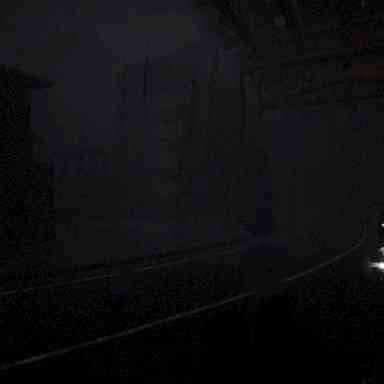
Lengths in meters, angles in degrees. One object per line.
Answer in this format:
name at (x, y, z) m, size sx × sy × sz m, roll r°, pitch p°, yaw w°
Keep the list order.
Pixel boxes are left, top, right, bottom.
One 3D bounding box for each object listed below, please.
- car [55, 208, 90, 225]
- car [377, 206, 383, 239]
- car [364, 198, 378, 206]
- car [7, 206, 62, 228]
car at (-10.696, 2.007, 26.955) m, size 2.033 × 1.415 × 5.357 m, roll 0°, pitch 0°, yaw 26°
car at (10.602, 1.623, 17.049) m, size 1.895 × 1.301 × 4.718 m, roll 0°, pitch 0°, yaw 29°
car at (29.220, 1.643, 54.385) m, size 1.994 × 1.385 × 4.181 m, roll 0°, pitch 0°, yaw 27°
car at (-13.341, 2.032, 28.377) m, size 1.851 × 1.617 × 3.988 m, roll 0°, pitch -1°, yaw 26°
